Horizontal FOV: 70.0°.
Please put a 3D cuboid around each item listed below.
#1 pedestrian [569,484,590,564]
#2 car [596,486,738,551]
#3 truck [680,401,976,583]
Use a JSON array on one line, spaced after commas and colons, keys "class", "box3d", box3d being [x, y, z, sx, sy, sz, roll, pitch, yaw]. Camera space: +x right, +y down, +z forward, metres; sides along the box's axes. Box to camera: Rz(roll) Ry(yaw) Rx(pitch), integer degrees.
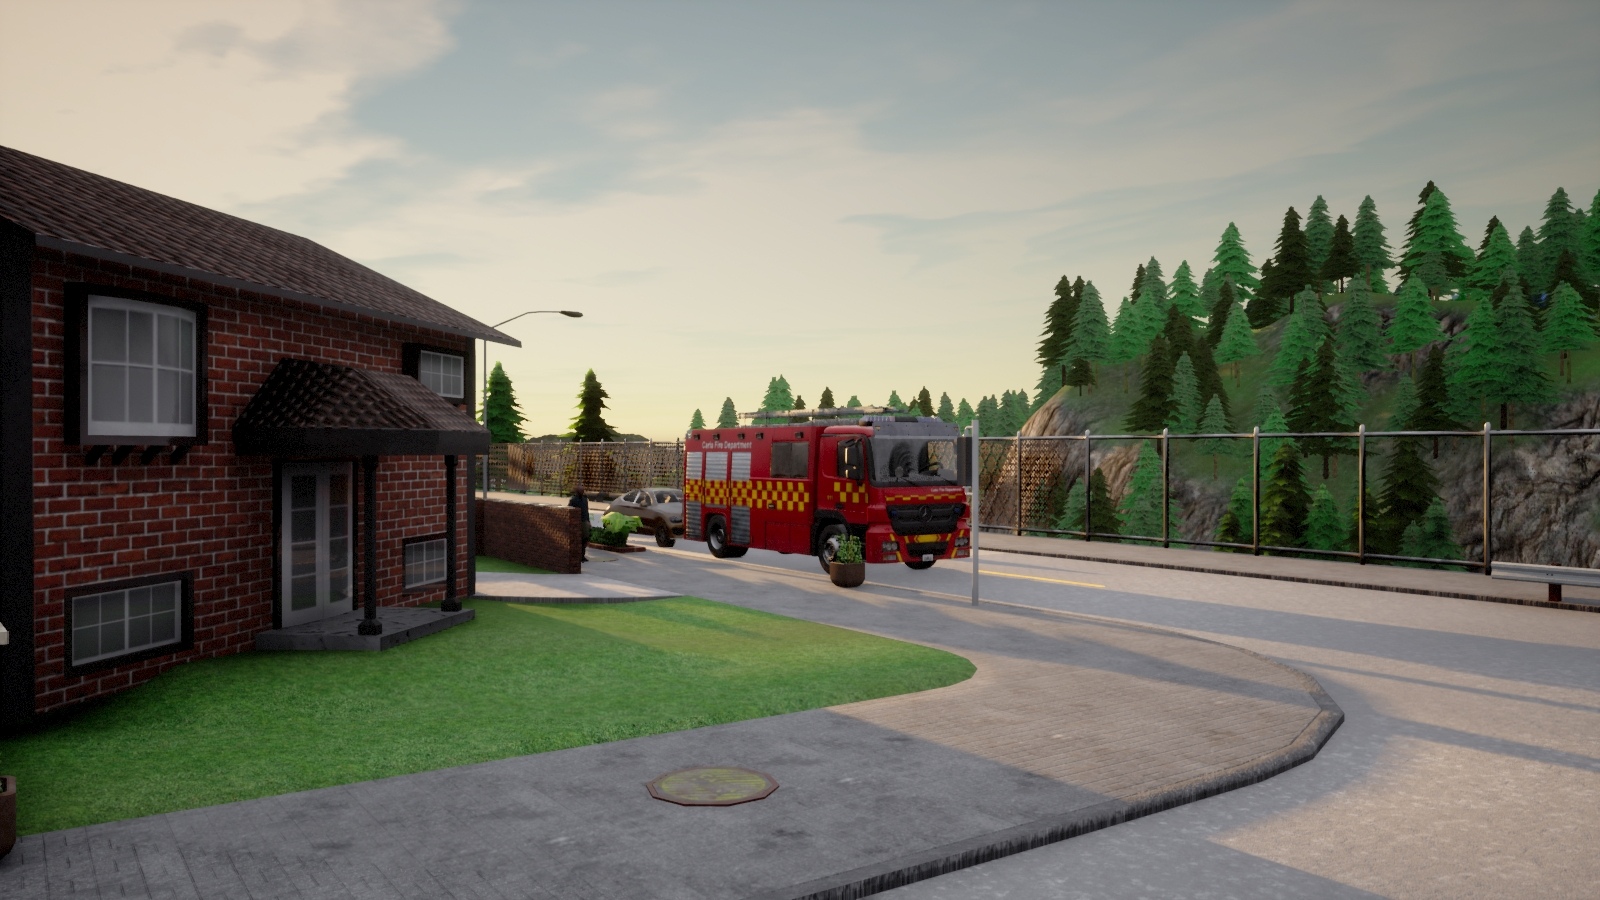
[{"class": "pedestrian", "box3d": [-5.223, 1.745, 27.043, 0.375, 1.860, 0.375, 0, 0, -37]}, {"class": "car", "box3d": [-4.125, 1.991, 34.731, 2.152, 1.651, 5.027, 0, 0, -35]}, {"class": "truck", "box3d": [0.353, 0.890, 28.322, 2.891, 3.827, 8.468, 0, 0, -35]}]
